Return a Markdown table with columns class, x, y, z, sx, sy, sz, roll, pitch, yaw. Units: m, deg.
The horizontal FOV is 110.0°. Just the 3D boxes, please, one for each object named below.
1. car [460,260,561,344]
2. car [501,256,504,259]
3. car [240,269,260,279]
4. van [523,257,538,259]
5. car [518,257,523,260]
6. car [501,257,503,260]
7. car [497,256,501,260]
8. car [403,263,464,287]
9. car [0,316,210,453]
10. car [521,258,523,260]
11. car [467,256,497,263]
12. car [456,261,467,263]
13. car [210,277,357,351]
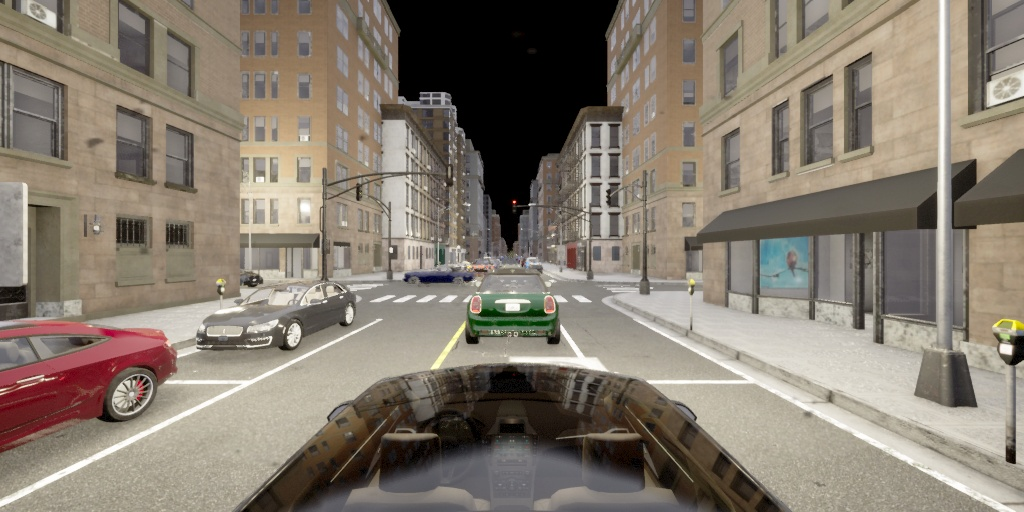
| class | x | y | z | sx | sy | sz | roll | pitch | yaw |
| --- | --- | --- | --- | --- | --- | --- | --- | --- | --- |
| car | 0.038 | 1.102 | 9.711 | 2.097 | 1.767 | 4.553 | 0 | 0 | 1 |
| car | -2.824 | 1.270 | 65.041 | 1.812 | 1.442 | 4.674 | 0 | 0 | 1 |
| car | -17.150 | 1.224 | 21.099 | 4.181 | 1.385 | 1.994 | 0 | 0 | 0 |
| van | 2.626 | 1.086 | 46.559 | 1.690 | 1.789 | 3.998 | 0 | 0 | 0 |
| car | 2.625 | 1.059 | 62.778 | 2.192 | 1.841 | 5.009 | 0 | 0 | 0 |
| car | -2.841 | 1.250 | 54.766 | 1.837 | 1.490 | 4.892 | 0 | 0 | 0 |
| car | -2.852 | 1.098 | 44.607 | 2.097 | 1.767 | 4.553 | 0 | 0 | -1 |
| car | -4.814 | 1.337 | 24.075 | 4.718 | 1.301 | 1.895 | 0 | 0 | 0 |
| car | -5.389 | 1.332 | 3.186 | 1.802 | 1.307 | 4.207 | 0 | 0 | 0 |
| car | 2.626 | 1.327 | 51.966 | 1.802 | 1.307 | 4.207 | 0 | 0 | 0 |
| car | -2.832 | 1.099 | 34.684 | 2.097 | 1.767 | 4.553 | 0 | 0 | 0 |
| car | -5.401 | 1.297 | 35.743 | 2.007 | 1.370 | 4.403 | 0 | 0 | 0 |
| car | -5.391 | 1.300 | 8.867 | 2.007 | 1.370 | 4.403 | 0 | 0 | 0 |
